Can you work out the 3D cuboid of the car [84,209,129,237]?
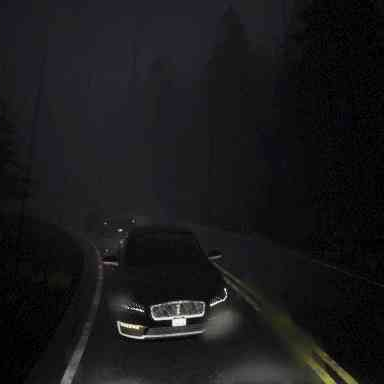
[{"bbox_3d":[-4.651,1.614,18.577,1.895,1.301,4.718,-3,1,-29],"label":"car"}]

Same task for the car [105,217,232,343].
[{"bbox_3d":[-0.650,1.495,6.838,1.837,1.490,4.892,-1,0,-11],"label":"car"}]
